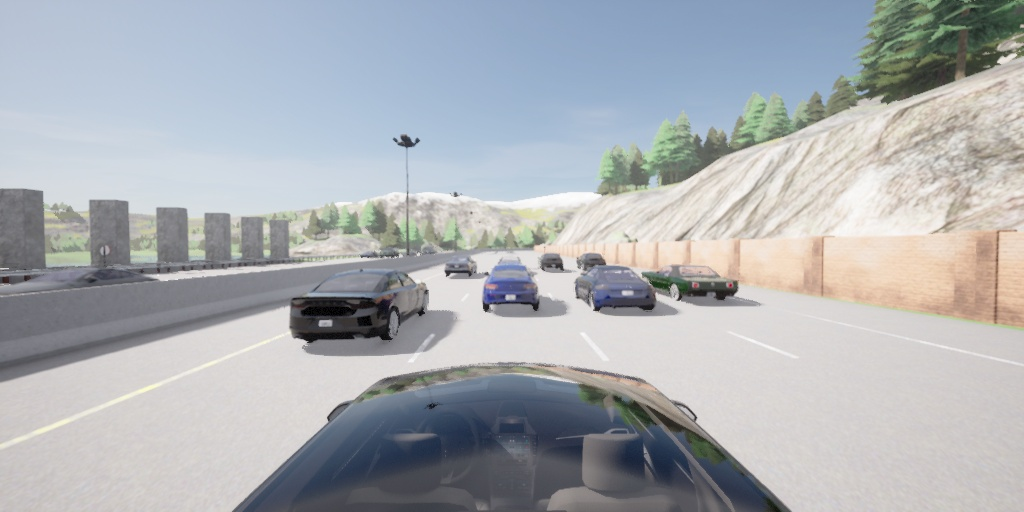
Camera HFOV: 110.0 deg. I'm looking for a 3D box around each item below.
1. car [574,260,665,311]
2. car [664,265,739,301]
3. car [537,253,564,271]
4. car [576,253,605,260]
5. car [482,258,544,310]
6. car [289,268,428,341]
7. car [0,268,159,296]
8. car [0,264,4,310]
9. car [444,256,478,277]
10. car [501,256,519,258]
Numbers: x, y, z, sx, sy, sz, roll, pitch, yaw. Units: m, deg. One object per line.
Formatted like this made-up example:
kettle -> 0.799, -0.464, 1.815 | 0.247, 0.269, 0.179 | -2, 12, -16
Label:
car -> 3.457, 1.022, 12.726 | 1.994, 1.385, 4.181 | 0, 2, 0
car -> 6.947, 0.997, 14.712 | 1.895, 1.301, 4.718 | 0, 1, 0
car -> 3.336, 0.487, 31.338 | 1.837, 1.490, 4.892 | 0, 1, 0
car -> 6.836, 0.475, 31.365 | 1.837, 1.490, 4.892 | 0, 1, 0
car -> -0.042, 0.991, 12.838 | 1.812, 1.442, 4.674 | 0, 2, 0
car -> -3.533, 1.046, 9.250 | 1.882, 1.535, 5.008 | 0, 2, 0
car -> -14.238, 1.099, 11.871 | 1.994, 1.385, 4.181 | 0, 1, -1
car -> -17.763, 1.087, 9.366 | 1.882, 1.535, 5.008 | 0, 1, -1
car -> -3.641, 0.685, 26.128 | 2.033, 1.411, 5.357 | 0, 1, 0
car -> -0.147, 0.644, 29.385 | 1.895, 1.301, 4.718 | 0, 1, 0
